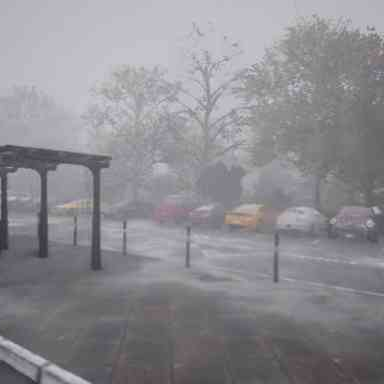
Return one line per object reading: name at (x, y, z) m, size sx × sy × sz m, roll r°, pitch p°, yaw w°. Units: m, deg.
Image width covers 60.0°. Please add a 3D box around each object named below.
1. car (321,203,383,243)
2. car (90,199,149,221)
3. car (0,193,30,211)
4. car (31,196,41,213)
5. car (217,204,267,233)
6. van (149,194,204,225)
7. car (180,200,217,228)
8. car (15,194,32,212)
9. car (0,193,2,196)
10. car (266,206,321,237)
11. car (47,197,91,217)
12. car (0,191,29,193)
car at (8.383, 1.395, 16.785) m, size 2.185 × 1.767 × 4.553 m, roll 1°, pitch 0°, yaw 35°
car at (-5.223, 1.363, 26.389) m, size 2.163 × 1.488 × 4.792 m, roll 1°, pitch 0°, yaw 35°
car at (-16.511, 1.179, 34.461) m, size 2.097 × 1.535 × 5.008 m, roll 1°, pitch 0°, yaw 35°
car at (-11.974, 1.270, 31.263) m, size 2.163 × 1.488 × 4.792 m, roll 1°, pitch 0°, yaw 35°
car at (3.838, 1.457, 19.973) m, size 2.097 × 1.535 × 5.008 m, roll 1°, pitch 0°, yaw 35°
van at (-0.613, 1.169, 23.289) m, size 1.878 × 1.987 × 4.442 m, roll 1°, pitch 0°, yaw 35°
car at (1.576, 1.466, 21.585) m, size 2.002 × 1.452 × 4.674 m, roll 1°, pitch 0°, yaw 35°
car at (-14.248, 1.211, 32.852) m, size 2.231 × 1.521 × 4.892 m, roll 1°, pitch 0°, yaw 35°
car at (-18.773, 1.148, 36.069) m, size 2.097 × 1.535 × 5.008 m, roll 1°, pitch 0°, yaw 35°
car at (6.101, 1.529, 18.367) m, size 2.002 × 1.452 × 4.674 m, roll 1°, pitch 0°, yaw 35°
car at (-9.837, 1.269, 29.479) m, size 1.946 × 1.575 × 5.366 m, roll 1°, pitch 0°, yaw 35°
car at (-21.052, 0.866, 37.649) m, size 2.435 × 2.045 × 5.566 m, roll 1°, pitch 0°, yaw 35°
